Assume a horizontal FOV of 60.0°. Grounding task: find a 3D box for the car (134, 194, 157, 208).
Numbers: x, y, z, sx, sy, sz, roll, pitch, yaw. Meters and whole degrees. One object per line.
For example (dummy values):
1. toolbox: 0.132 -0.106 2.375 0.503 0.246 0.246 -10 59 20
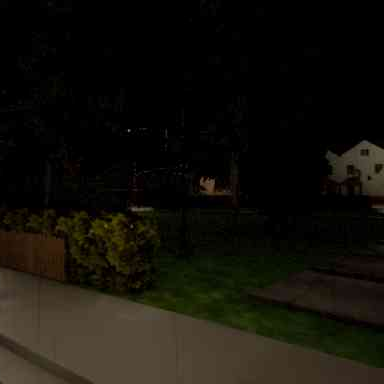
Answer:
1. car: -6.326 1.250 50.230 2.150 2.045 5.566 0 0 36
